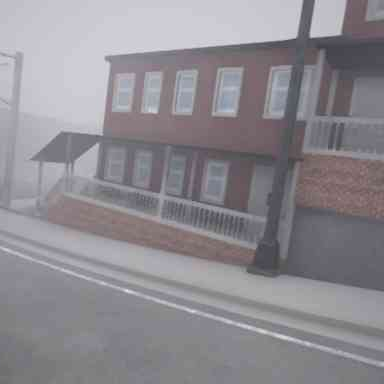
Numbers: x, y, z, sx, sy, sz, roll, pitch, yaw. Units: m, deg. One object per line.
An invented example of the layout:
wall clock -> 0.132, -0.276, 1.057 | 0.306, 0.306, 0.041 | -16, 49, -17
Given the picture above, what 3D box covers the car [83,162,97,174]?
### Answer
car -> -13.049, -3.475, 47.086 | 2.097, 1.767, 4.553 | 12, 7, 35
